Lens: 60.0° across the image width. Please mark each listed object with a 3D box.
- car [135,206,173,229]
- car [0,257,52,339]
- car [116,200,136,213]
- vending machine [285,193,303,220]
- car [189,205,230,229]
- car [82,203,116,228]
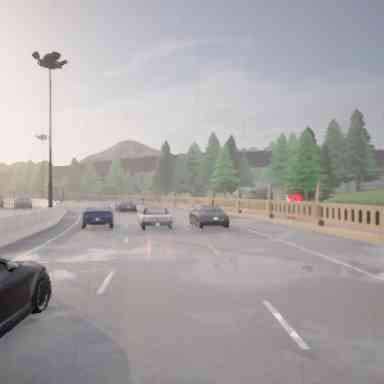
[{"bbox_3d":[-2.470,1.612,21.696,1.895,1.301,4.718,0,0,-12],"label":"car"},{"bbox_3d":[-3.717,1.579,4.945,1.994,1.385,4.181,0,0,-3],"label":"car"},{"bbox_3d":[-7.744,1.598,38.581,1.994,1.385,4.181,0,0,-22],"label":"car"},{"bbox_3d":[8.142,1.163,26.502,1.100,2.100,0.880,0,0,-14],"label":"vending machine"},{"bbox_3d":[1.031,1.561,21.825,1.994,1.385,4.181,0,0,-11],"label":"car"},{"bbox_3d":[-6.283,1.504,22.534,1.882,1.535,5.008,0,0,-13],"label":"car"}]
